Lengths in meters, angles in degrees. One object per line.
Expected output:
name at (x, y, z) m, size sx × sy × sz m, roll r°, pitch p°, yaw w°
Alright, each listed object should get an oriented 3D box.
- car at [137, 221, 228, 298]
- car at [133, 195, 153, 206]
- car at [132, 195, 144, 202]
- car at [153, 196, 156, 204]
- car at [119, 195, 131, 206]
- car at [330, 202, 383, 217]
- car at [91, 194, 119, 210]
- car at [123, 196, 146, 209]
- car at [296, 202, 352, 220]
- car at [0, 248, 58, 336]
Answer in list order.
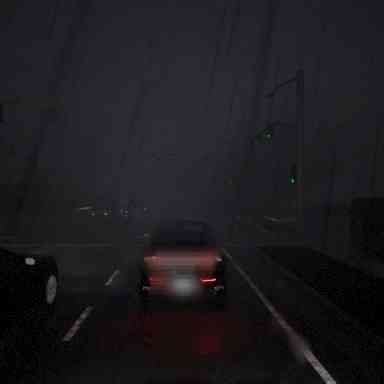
car at (-0.245, 1.492, 8.518) m, size 2.128 × 1.511 × 4.902 m, roll 0°, pitch 0°, yaw -2°
car at (-8.115, 1.564, 55.250) m, size 1.994 × 1.385 × 4.181 m, roll 0°, pitch 0°, yaw -1°
car at (-11.847, 1.476, 73.645) m, size 1.882 × 1.535 × 5.008 m, roll 0°, pitch 0°, yaw -1°
car at (-8.243, 1.526, 65.907) m, size 1.812 × 1.442 × 4.674 m, roll 0°, pitch 0°, yaw -1°
car at (-11.587, 1.505, 53.248) m, size 1.837 × 1.490 × 4.892 m, roll 0°, pitch 0°, yaw -1°
car at (15.467, 1.601, 30.676) m, size 4.718 × 1.301 × 1.895 m, roll 0°, pitch 0°, yaw 0°
car at (-11.435, 1.221, 43.420) m, size 2.150 × 2.045 × 5.566 m, roll 0°, pitch 0°, yaw -2°
car at (-7.977, 1.601, 46.483) m, size 1.895 × 1.301 × 4.718 m, roll 0°, pitch 0°, yaw -1°
car at (11.395, 1.547, 27.211) m, size 5.357 × 1.411 × 2.033 m, roll 0°, pitch 0°, yaw 0°
car at (-3.612, 1.478, 4.854) m, size 1.882 × 1.535 × 5.008 m, roll 0°, pitch 0°, yaw -2°
